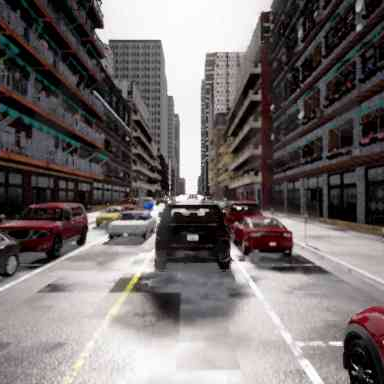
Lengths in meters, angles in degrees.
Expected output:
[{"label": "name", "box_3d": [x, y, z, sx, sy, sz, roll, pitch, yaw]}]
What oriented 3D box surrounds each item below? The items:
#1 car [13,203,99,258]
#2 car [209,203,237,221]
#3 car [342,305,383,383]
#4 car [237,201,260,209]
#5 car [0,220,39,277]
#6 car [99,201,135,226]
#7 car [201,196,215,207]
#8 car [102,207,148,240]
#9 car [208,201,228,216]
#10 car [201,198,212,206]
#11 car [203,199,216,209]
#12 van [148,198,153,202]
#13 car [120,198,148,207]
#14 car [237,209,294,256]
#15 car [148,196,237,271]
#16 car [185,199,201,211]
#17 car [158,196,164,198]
[{"label": "car", "box_3d": [-5.670, 1.391, 13.300, 2.192, 1.841, 5.009, 1, 0, 0]}, {"label": "car", "box_3d": [2.707, 1.718, 29.972, 2.008, 1.369, 4.403, 1, 0, 0]}, {"label": "car", "box_3d": [2.706, 1.454, 2.270, 1.967, 1.590, 4.097, 1, 0, 0]}, {"label": "car", "box_3d": [2.711, 1.421, 18.892, 2.192, 1.841, 5.009, 1, 0, 0]}, {"label": "car", "box_3d": [-5.676, 1.596, 7.759, 2.008, 1.369, 4.403, 1, 0, 0]}, {"label": "car", "box_3d": [-5.673, 1.661, 24.210, 1.752, 1.417, 4.829, 1, 0, 0]}, {"label": "car", "box_3d": [2.715, 1.632, 57.675, 2.192, 1.841, 5.009, 1, 0, 0]}, {"label": "car", "box_3d": [-3.085, 1.701, 17.724, 1.895, 1.301, 4.718, 0, 0, 0]}, {"label": "car", "box_3d": [2.709, 1.724, 35.682, 1.752, 1.417, 4.829, 1, 0, 0]}, {"label": "car", "box_3d": [2.711, 1.928, 63.214, 1.802, 1.307, 4.206, 1, 0, 0]}, {"label": "car", "box_3d": [2.710, 1.832, 52.133, 1.887, 1.381, 4.507, 1, 0, 0]}, {"label": "van", "box_3d": [-5.668, 1.569, 41.002, 1.690, 1.788, 3.998, 1, 0, 0]}, {"label": "car", "box_3d": [-5.668, 1.482, 29.921, 2.192, 1.841, 5.009, 1, 0, 0]}, {"label": "car", "box_3d": [2.706, 1.621, 13.351, 1.887, 1.381, 4.507, 1, 0, 0]}, {"label": "car", "box_3d": [0.013, 1.287, 11.293, 2.150, 2.045, 5.566, 0, 0, 0]}, {"label": "car", "box_3d": [0.105, 1.751, 47.039, 2.128, 1.511, 4.902, 0, 0, 0]}, {"label": "car", "box_3d": [-5.665, 1.661, 63.164, 2.192, 1.841, 5.009, 1, 0, 0]}]
